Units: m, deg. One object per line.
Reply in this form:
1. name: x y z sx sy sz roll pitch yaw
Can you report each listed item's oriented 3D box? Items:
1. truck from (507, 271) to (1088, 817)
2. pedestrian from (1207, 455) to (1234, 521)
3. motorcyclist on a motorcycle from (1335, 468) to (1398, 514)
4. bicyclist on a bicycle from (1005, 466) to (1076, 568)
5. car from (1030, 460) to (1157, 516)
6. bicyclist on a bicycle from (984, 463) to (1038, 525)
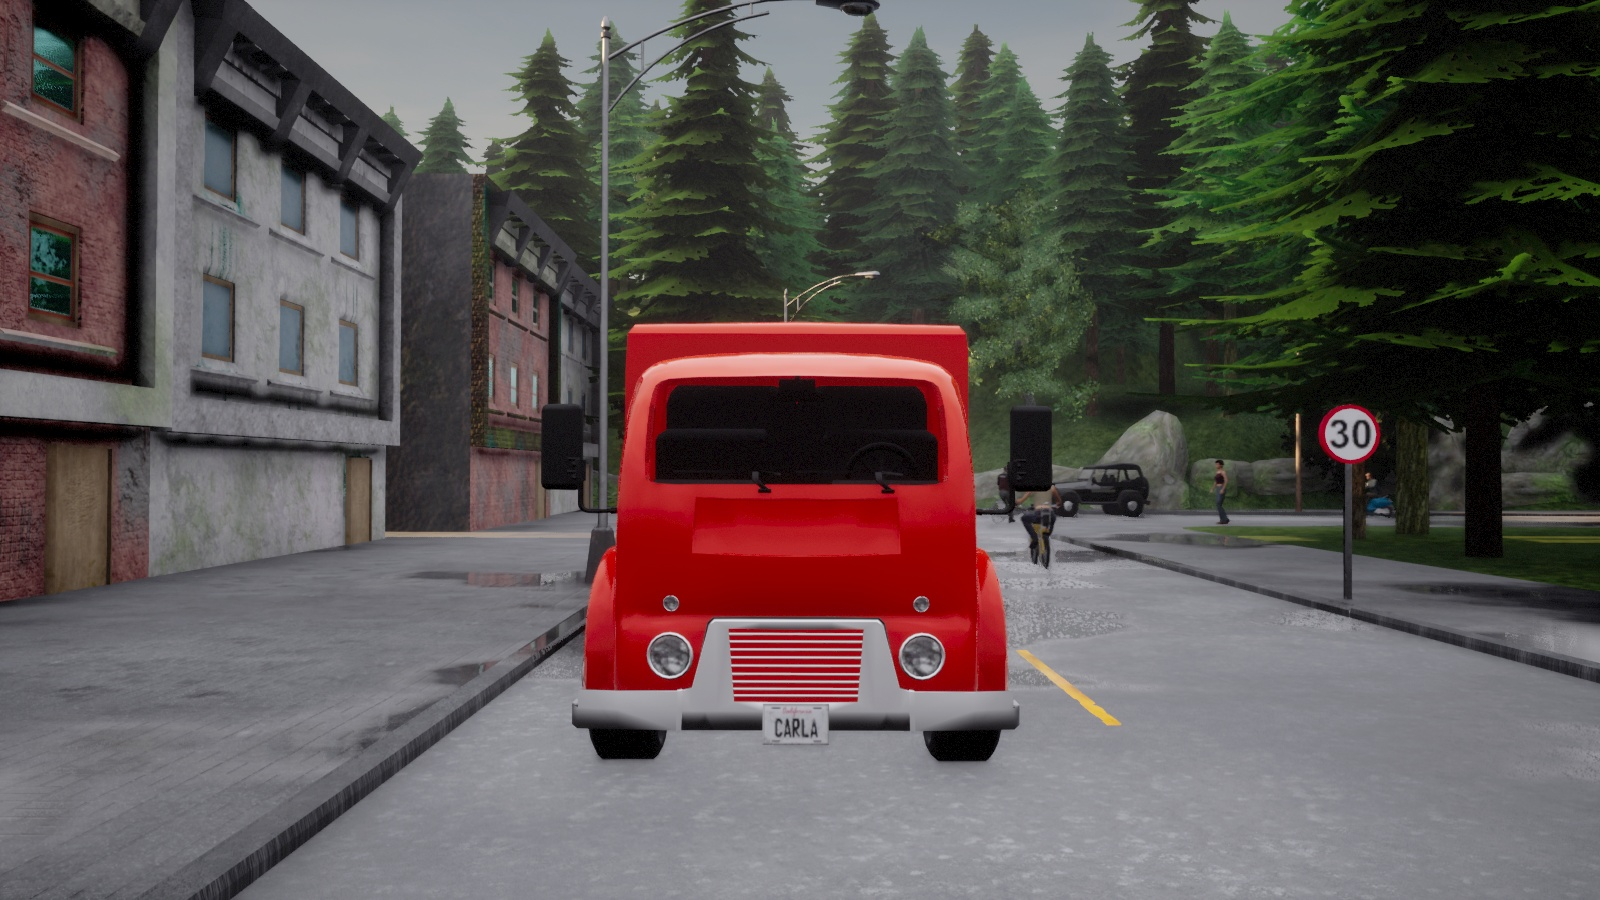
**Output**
1. truck: -0.024 0.468 8.305 2.627 2.467 5.204 0 -1 0
2. pedestrian: 11.710 1.063 34.968 0.594 1.836 0.345 0 -1 -4
3. motorcyclist on a motorcycle: 20.000 1.431 44.332 1.817 1.590 0.866 0 -1 0
4. bicyclist on a bicycle: 3.947 1.082 20.699 0.866 1.612 1.509 0 -1 0
5. car: 10.241 1.307 43.973 3.866 1.878 1.905 0 -1 -7
6. bicyclist on a bicycle: 6.299 1.289 37.487 0.659 1.776 1.843 1 1 42
